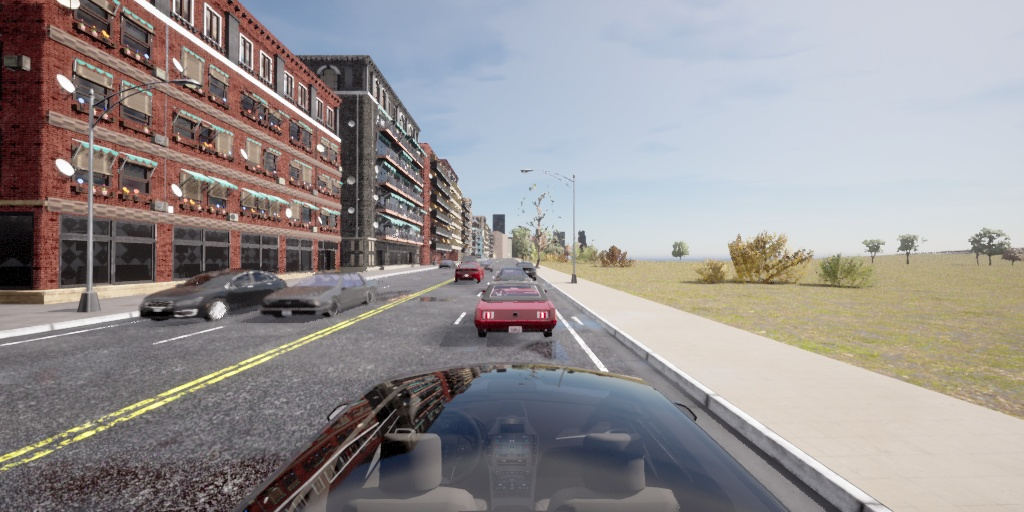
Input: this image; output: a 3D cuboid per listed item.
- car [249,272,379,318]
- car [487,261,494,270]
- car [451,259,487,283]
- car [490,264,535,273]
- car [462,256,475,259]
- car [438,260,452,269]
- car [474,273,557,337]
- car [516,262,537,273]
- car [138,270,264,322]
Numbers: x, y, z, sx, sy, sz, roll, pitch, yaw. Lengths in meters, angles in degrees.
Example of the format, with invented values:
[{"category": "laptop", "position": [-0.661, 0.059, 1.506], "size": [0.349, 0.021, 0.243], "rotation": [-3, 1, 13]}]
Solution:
[{"category": "car", "position": [-6.638, 1.299, 13.216], "size": [2.033, 1.411, 5.357], "rotation": [0, 0, 0]}, {"category": "car", "position": [-3.287, 1.300, 45.574], "size": [2.033, 1.411, 5.357], "rotation": [0, 0, -1]}, {"category": "car", "position": [-3.236, 1.231, 27.979], "size": [1.882, 1.535, 5.008], "rotation": [0, 0, 0]}, {"category": "car", "position": [0.031, 1.317, 20.259], "size": [1.994, 1.385, 4.181], "rotation": [0, 0, 0]}, {"category": "car", "position": [-6.770, 0.972, 55.515], "size": [2.150, 2.045, 5.566], "rotation": [0, 0, 0]}, {"category": "car", "position": [-10.018, 1.299, 55.377], "size": [2.033, 1.411, 5.357], "rotation": [0, 0, 0]}, {"category": "car", "position": [0.073, 1.352, 10.229], "size": [1.895, 1.301, 4.718], "rotation": [0, 0, 0]}, {"category": "car", "position": [1.044, 1.259, 30.254], "size": [1.837, 1.490, 4.892], "rotation": [0, 0, 0]}, {"category": "car", "position": [-9.886, 1.256, 12.421], "size": [1.837, 1.490, 4.892], "rotation": [0, 0, 0]}]
